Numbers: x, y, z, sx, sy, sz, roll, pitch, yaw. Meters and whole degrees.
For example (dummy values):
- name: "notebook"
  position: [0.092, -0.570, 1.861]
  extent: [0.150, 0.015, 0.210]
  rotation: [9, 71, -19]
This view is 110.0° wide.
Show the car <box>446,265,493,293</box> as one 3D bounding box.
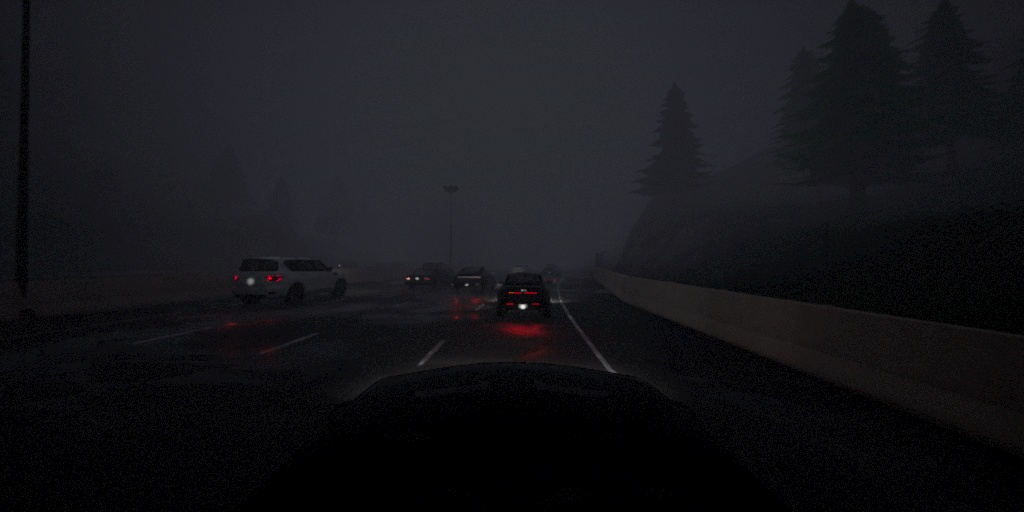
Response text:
- name: "car"
  position: [-2.218, 1.421, 22.411]
  extent: [2.128, 1.511, 4.902]
  rotation: [0, 0, 7]

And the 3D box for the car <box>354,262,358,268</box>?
- name: "car"
  position: [-25.205, 1.445, 53.648]
  extent: [2.097, 1.767, 4.553]
  rotation: [0, -1, 14]

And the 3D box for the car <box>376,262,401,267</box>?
- name: "car"
  position: [-17.892, 1.628, 54.049]
  extent: [2.128, 1.511, 4.902]
  rotation: [0, -1, 15]

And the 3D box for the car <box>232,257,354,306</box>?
- name: "car"
  position: [-9.871, 1.056, 16.501]
  extent: [2.150, 2.045, 5.566]
  rotation: [0, 0, 4]

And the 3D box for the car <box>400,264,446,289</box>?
- name: "car"
  position: [-5.564, 1.480, 24.688]
  extent: [2.033, 1.411, 5.357]
  rotation: [0, -1, 7]

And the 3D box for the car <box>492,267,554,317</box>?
- name: "car"
  position: [0.501, 1.372, 13.924]
  extent: [1.837, 1.490, 4.892]
  rotation: [0, 0, 4]

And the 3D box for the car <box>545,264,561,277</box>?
- name: "car"
  position: [4.729, 1.678, 42.576]
  extent: [1.812, 1.442, 4.674]
  rotation: [0, 0, 13]

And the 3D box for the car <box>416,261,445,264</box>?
- name: "car"
  position: [-7.391, 1.376, 35.791]
  extent: [2.097, 1.767, 4.553]
  rotation: [0, -1, 10]

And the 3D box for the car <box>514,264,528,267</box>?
- name: "car"
  position: [1.090, 1.656, 42.300]
  extent: [1.812, 1.442, 4.674]
  rotation: [0, 0, 12]

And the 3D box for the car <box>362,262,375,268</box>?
- name: "car"
  position: [-21.056, 1.683, 55.862]
  extent: [2.033, 1.411, 5.357]
  rotation: [0, -1, 15]

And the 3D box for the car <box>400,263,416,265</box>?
- name: "car"
  position: [-14.293, 1.756, 54.001]
  extent: [1.895, 1.301, 4.718]
  rotation: [0, -1, 15]
